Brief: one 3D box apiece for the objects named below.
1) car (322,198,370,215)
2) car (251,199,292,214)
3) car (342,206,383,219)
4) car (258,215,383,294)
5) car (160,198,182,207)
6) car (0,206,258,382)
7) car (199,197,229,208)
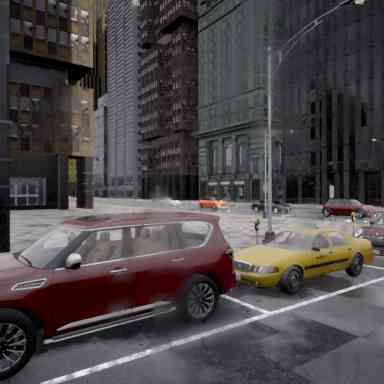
[{"bbox_3d":[14.022,1.398,29.641,2.097,1.767,4.553,0,0,-35],"label":"car"},{"bbox_3d":[8.780,1.578,36.998,1.837,1.490,4.892,0,0,-35],"label":"car"},{"bbox_3d":[7.627,1.439,12.094,4.097,1.590,1.967,0,0,-36],"label":"car"},{"bbox_3d":[2.928,1.524,8.741,4.829,1.417,1.752,0,0,-36],"label":"car"},{"bbox_3d":[-3.536,1.661,54.348,1.812,1.442,4.674,0,0,-37],"label":"car"},{"bbox_3d":[-1.495,1.315,5.587,5.009,1.841,2.192,0,0,-36],"label":"car"},{"bbox_3d":[2.918,1.455,45.245,2.097,1.767,4.553,0,0,-36],"label":"car"}]
